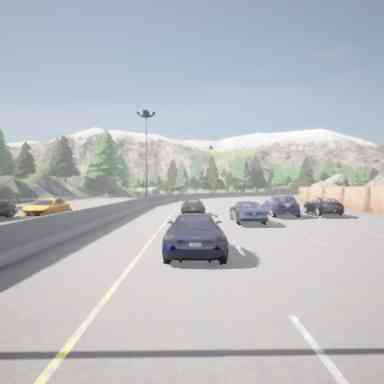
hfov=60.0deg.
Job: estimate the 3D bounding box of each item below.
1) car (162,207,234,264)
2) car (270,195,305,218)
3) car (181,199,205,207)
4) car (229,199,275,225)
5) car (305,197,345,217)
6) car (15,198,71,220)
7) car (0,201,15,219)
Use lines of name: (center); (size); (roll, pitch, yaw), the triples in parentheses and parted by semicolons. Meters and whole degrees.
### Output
car: (0.091, 1.430, 11.350); (1.994, 1.385, 4.181); (0, 1, 0)
car: (7.078, 1.039, 26.757); (2.097, 1.767, 4.553); (0, 1, 0)
car: (0.077, 1.241, 27.672); (1.994, 1.385, 4.181); (0, 1, 0)
car: (3.582, 1.294, 21.686); (2.033, 1.411, 5.357); (0, 1, 0)
car: (10.578, 1.176, 27.035); (2.128, 1.511, 4.902); (0, 1, 0)
car: (-10.611, 1.191, 24.538); (1.882, 1.535, 5.008); (0, 1, 0)
car: (-14.119, 1.279, 22.968); (2.033, 1.411, 5.357); (0, 1, 0)
